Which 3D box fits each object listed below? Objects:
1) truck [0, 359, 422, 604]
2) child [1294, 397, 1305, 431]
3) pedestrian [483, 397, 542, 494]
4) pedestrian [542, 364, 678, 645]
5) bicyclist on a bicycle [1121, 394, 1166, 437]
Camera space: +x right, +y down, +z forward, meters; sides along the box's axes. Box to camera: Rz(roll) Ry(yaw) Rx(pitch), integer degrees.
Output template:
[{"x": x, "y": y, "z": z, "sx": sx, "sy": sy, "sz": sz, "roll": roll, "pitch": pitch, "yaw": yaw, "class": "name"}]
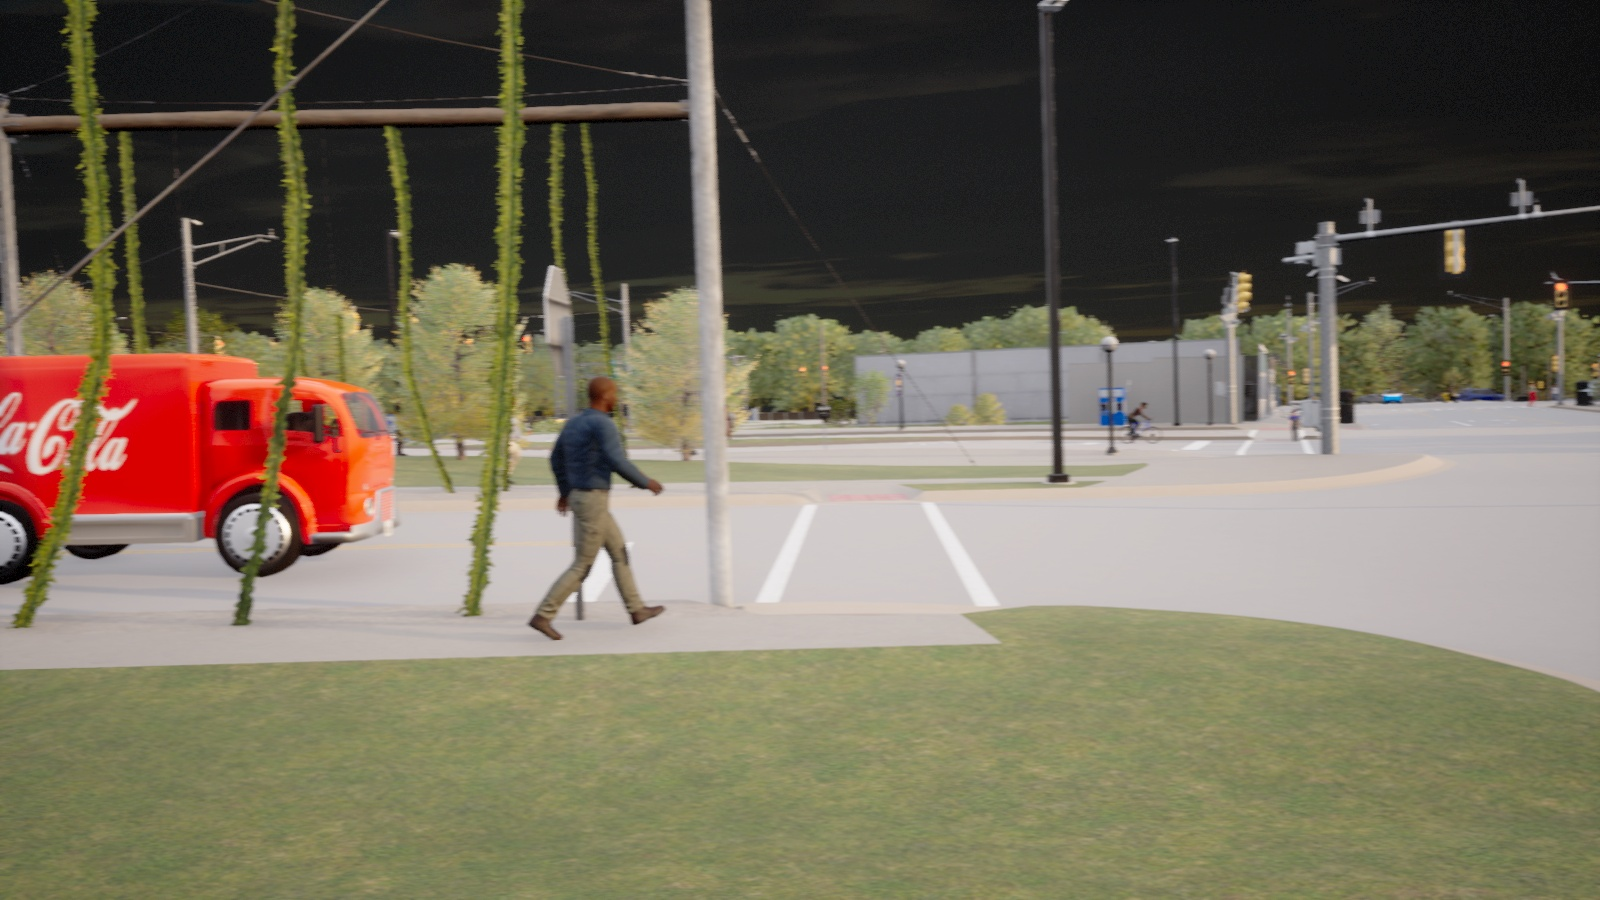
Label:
[{"x": -7.397, "y": 0.298, "z": 14.595, "sx": 5.204, "sy": 2.467, "sz": 2.627, "roll": -2, "pitch": 3, "yaw": -4, "class": "truck"}, {"x": 18.813, "y": -1.371, "z": 47.301, "sx": 0.270, "sy": 1.263, "sz": 0.437, "roll": -3, "pitch": 3, "yaw": 15, "class": "child"}, {"x": -5.747, "y": -0.109, "z": 25.175, "sx": 0.900, "sy": 1.855, "sz": 0.874, "roll": -4, "pitch": 3, "yaw": -4, "class": "pedestrian"}, {"x": -1.302, "y": 0.351, "z": 8.626, "sx": 0.726, "sy": 1.835, "sz": 0.370, "roll": -5, "pitch": 3, "yaw": -29, "class": "pedestrian"}, {"x": 13.382, "y": -1.344, "z": 48.929, "sx": 1.656, "sy": 1.620, "sz": 0.582, "roll": -1, "pitch": 3, "yaw": 17, "class": "bicyclist on a bicycle"}]
